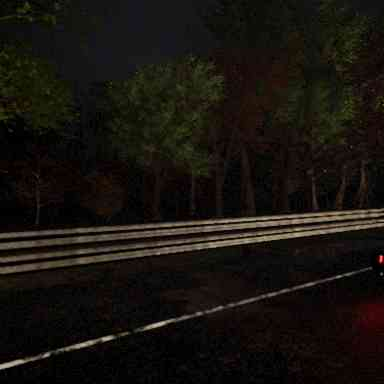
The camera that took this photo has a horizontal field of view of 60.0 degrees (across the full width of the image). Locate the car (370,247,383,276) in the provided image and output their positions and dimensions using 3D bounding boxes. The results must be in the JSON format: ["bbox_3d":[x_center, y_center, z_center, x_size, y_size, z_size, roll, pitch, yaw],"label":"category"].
[{"bbox_3d":[6.578,1.576,8.395,4.718,1.301,1.895,0,0,-35],"label":"car"}]
